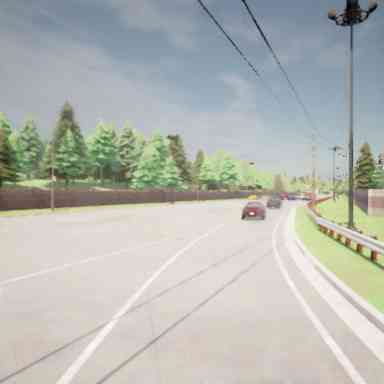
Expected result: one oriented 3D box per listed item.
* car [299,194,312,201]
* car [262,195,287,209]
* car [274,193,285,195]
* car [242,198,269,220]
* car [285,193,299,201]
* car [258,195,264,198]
[{"bbox_3d":[30.446,1.761,89.357,1.895,1.301,4.718,0,0,25],"label":"car"},{"bbox_3d":[11.842,1.567,47.731,2.128,1.511,4.902,0,0,22],"label":"car"},{"bbox_3d":[23.907,1.366,91.884,2.150,2.045,5.566,0,0,25],"label":"car"},{"bbox_3d":[5.395,1.564,28.805,1.812,1.442,4.674,0,0,15],"label":"car"},{"bbox_3d":[27.077,1.630,90.404,1.882,1.535,5.008,0,0,25],"label":"car"},{"bbox_3d":[20.709,1.607,93.310,1.882,1.535,5.008,0,0,25],"label":"car"}]
